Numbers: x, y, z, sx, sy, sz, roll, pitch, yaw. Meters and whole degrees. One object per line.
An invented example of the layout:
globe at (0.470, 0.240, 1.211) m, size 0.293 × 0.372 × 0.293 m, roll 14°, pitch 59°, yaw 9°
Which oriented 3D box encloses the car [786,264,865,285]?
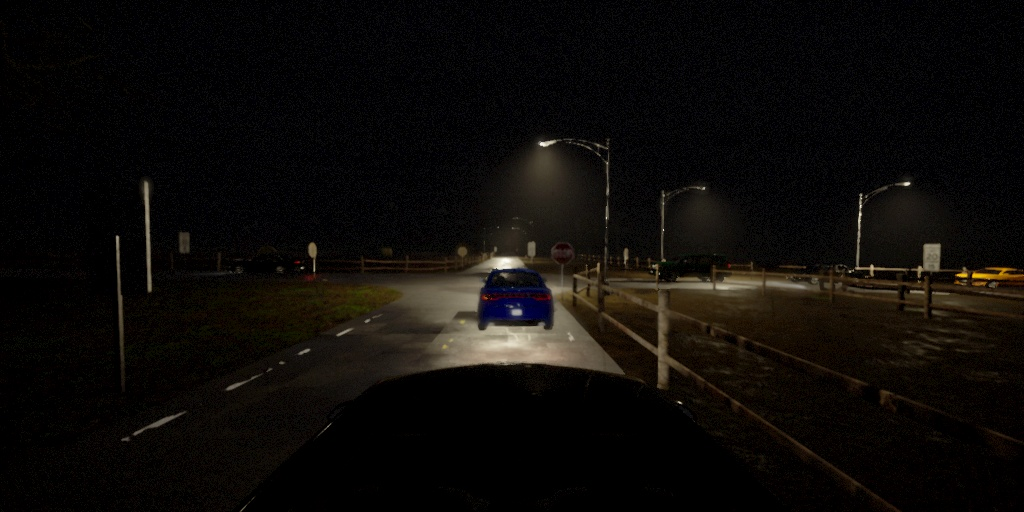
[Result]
car at (22.983, 1.336, 26.386) m, size 4.892 × 1.490 × 1.837 m, roll 1°, pitch 2°, yaw 0°

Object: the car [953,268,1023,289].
car at (35.845, 1.615, 26.483) m, size 5.008 × 1.535 × 1.882 m, roll 1°, pitch 2°, yaw 0°

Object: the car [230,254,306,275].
car at (-17.627, 0.565, 26.020) m, size 4.892 × 1.490 × 1.837 m, roll 1°, pitch 2°, yaw 0°

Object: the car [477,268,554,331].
car at (0.044, 1.087, 10.538) m, size 1.882 × 1.535 × 5.008 m, roll 0°, pitch 1°, yaw -2°

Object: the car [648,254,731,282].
car at (12.981, 0.839, 26.312) m, size 5.566 × 2.045 × 2.150 m, roll 1°, pitch 2°, yaw 0°
